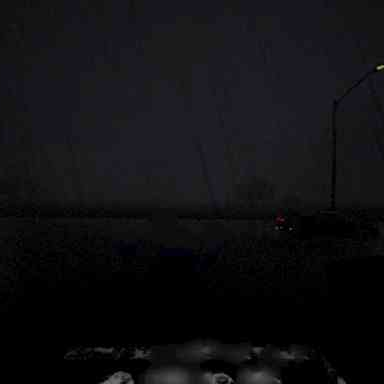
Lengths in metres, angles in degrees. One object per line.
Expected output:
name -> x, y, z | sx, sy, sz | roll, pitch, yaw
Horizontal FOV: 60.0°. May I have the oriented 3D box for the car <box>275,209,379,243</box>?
car -> 6.645, 1.621, 16.577 | 4.902, 1.511, 2.128 | 1, 0, 0
